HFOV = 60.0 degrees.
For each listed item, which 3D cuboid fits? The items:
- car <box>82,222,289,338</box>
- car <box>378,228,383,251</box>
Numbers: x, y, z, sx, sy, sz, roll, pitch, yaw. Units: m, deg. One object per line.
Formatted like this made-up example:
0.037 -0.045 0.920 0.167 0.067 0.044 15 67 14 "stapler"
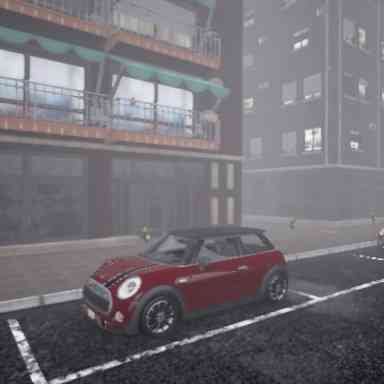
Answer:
-0.003 1.457 6.556 4.097 1.590 1.967 0 0 -35 "car"
9.022 1.506 12.982 4.097 1.590 1.967 0 0 -35 "car"
